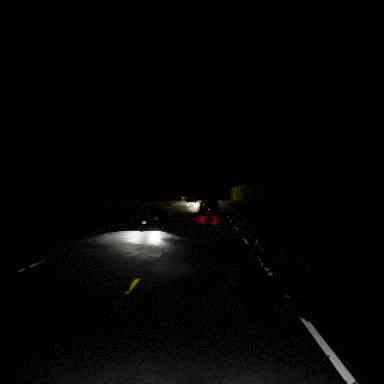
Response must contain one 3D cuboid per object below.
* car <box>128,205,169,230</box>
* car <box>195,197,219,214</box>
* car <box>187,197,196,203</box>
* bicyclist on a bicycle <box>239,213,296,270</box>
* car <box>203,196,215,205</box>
[{"bbox_3d":[-2.624,1.532,20.773,1.994,1.385,4.181,0,0,3],"label":"car"},{"bbox_3d":[1.748,1.454,34.053,2.128,1.511,4.902,0,0,3],"label":"car"},{"bbox_3d":[-0.021,1.741,70.490,1.895,1.301,4.718,0,0,3],"label":"car"},{"bbox_3d":[2.163,1.440,9.603,1.656,1.620,0.582,0,0,3],"label":"bicyclist on a bicycle"},{"bbox_3d":[3.043,1.566,59.785,2.128,1.511,4.902,0,-1,3],"label":"car"}]
